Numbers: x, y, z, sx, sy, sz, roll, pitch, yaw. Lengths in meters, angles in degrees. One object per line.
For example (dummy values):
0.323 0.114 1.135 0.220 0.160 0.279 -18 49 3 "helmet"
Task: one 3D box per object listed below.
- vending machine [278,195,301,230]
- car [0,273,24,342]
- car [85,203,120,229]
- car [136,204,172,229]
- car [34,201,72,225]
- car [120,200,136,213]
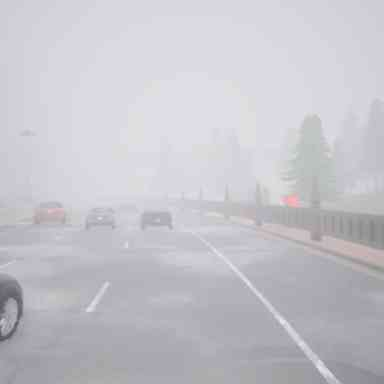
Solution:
5.965 1.221 20.390 1.100 2.100 0.880 0 0 -10 "vending machine"
-3.650 1.530 3.594 1.837 1.490 4.892 0 0 -2 "car"
-6.029 1.630 22.230 2.033 1.411 5.357 0 0 -13 "car"
-2.497 1.544 22.117 1.882 1.535 5.008 0 0 -11 "car"
-10.433 1.461 25.222 2.097 1.767 4.553 0 0 -14 "car"
-7.715 1.658 39.279 1.812 1.442 4.674 0 0 -22 "car"
